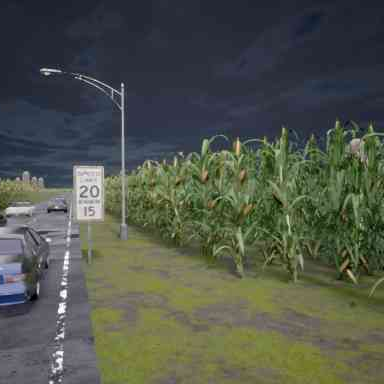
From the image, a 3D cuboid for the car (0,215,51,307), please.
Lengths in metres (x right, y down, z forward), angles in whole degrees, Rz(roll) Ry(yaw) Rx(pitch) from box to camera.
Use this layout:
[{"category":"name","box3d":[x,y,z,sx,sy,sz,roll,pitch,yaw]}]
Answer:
[{"category":"car","box3d":[-4.506,1.548,7.909,2.033,1.411,5.357,0,0,-20]}]

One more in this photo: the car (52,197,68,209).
[{"category":"car","box3d":[-18.102,1.469,45.788,1.837,1.490,4.892,0,0,-20]}]

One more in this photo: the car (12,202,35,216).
[{"category":"car","box3d":[-15.489,1.609,30.120,1.895,1.301,4.718,0,0,-19]}]

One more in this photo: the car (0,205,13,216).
[{"category":"car","box3d":[-10.818,1.582,17.058,1.994,1.385,4.181,0,0,-20]}]

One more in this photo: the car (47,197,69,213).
[{"category":"car","box3d":[-14.656,1.542,36.339,1.994,1.385,4.181,0,0,-19]}]
